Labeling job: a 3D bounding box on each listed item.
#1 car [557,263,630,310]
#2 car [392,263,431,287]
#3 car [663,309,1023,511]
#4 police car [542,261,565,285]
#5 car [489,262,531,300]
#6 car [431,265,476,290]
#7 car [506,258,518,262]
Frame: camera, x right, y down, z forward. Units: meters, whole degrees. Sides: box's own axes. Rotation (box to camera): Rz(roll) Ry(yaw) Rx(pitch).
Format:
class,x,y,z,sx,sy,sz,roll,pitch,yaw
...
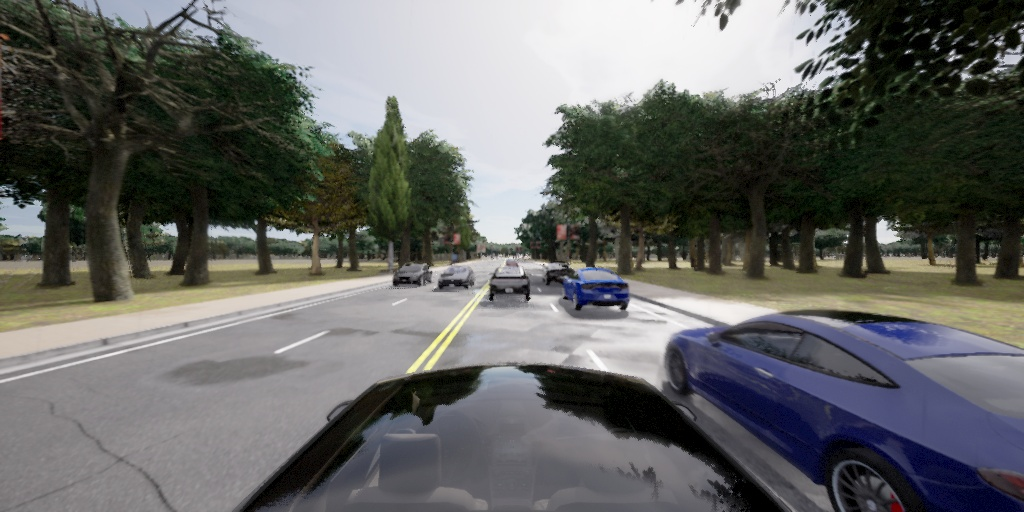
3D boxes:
class,x,y,z,sx,sy,sz,roll,pitch,yaw
car,3.242,1.225,14.671,1.882,1.535,5.008,0,0,0
car,-6.625,1.247,24.424,1.837,1.490,4.892,0,0,0
car,3.250,1.275,3.665,1.812,1.442,4.674,0,0,0
police car,3.222,1.166,25.785,1.930,1.638,5.238,0,0,0
car,-0.092,1.238,17.605,2.128,1.511,4.902,0,0,0
car,-3.372,1.291,22.797,2.033,1.411,5.357,0,0,0
car,-0.056,1.269,56.396,1.994,1.385,4.181,0,0,0
